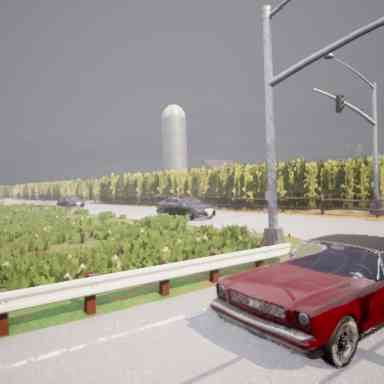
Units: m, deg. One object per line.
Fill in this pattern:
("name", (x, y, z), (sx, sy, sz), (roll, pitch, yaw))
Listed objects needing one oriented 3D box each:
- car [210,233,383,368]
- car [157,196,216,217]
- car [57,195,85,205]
("car", (2.606, 1.494, 5.774), (4.718, 1.301, 1.895), (-3, 2, -36))
("car", (-0.503, 1.053, 22.356), (2.128, 1.511, 4.902), (-4, 2, -40))
("car", (-13.951, 1.136, 38.208), (2.128, 1.511, 4.902), (-4, 2, -40))
